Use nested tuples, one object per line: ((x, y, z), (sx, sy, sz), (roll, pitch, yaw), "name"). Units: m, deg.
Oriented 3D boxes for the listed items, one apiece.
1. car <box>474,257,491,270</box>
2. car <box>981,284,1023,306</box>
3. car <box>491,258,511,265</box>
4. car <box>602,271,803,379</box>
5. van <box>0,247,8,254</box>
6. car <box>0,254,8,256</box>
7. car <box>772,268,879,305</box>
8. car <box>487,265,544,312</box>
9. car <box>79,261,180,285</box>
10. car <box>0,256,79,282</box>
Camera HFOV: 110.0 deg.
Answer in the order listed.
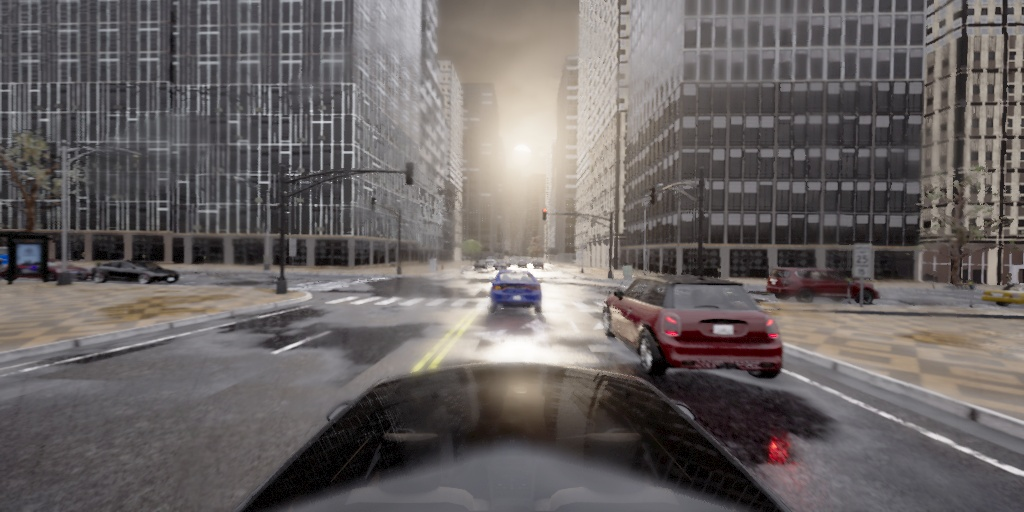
((-4.946, 1.385, 57.357), (1.837, 1.490, 4.892), (1, 0, 2), "car")
((28.090, 2.069, 18.950), (4.829, 1.417, 1.751), (0, 0, 3), "car")
((-1.706, 1.474, 56.914), (2.033, 1.411, 5.357), (1, 0, 2), "car")
((3.382, 1.175, 7.735), (2.097, 1.767, 4.553), (1, 0, 2), "car")
((-44.495, 0.095, 30.840), (3.998, 1.789, 1.690), (0, 0, 3), "van")
((-33.575, 0.678, 21.845), (4.313, 1.339, 1.948), (0, 0, 3), "car")
((16.655, 1.597, 19.493), (5.009, 1.841, 2.192), (0, 0, 3), "car")
((0.064, 1.301, 14.595), (1.882, 1.535, 5.008), (1, -1, -3), "car")
((-22.227, 0.944, 21.196), (4.313, 1.339, 1.948), (0, 0, 3), "car")
((-27.903, 0.827, 21.501), (4.207, 1.307, 1.802), (0, 0, 3), "car")
